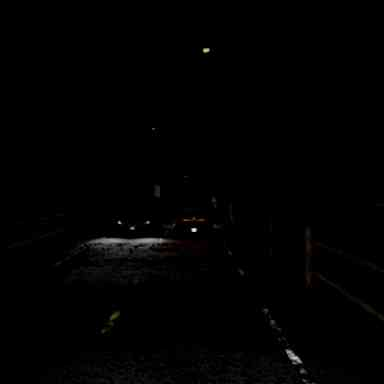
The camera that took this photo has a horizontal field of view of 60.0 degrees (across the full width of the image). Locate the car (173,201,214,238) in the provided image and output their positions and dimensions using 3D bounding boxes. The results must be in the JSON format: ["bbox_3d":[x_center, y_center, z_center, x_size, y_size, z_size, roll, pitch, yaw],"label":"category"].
[{"bbox_3d":[0.094,1.434,17.374,1.837,1.490,4.892,0,0,0],"label":"car"}]

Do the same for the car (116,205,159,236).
[{"bbox_3d":[-2.842,1.451,18.186,1.812,1.442,4.674,0,0,0],"label":"car"}]

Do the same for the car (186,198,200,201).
[{"bbox_3d":[0.089,1.343,34.070,1.882,1.535,5.008,0,0,0],"label":"car"}]
